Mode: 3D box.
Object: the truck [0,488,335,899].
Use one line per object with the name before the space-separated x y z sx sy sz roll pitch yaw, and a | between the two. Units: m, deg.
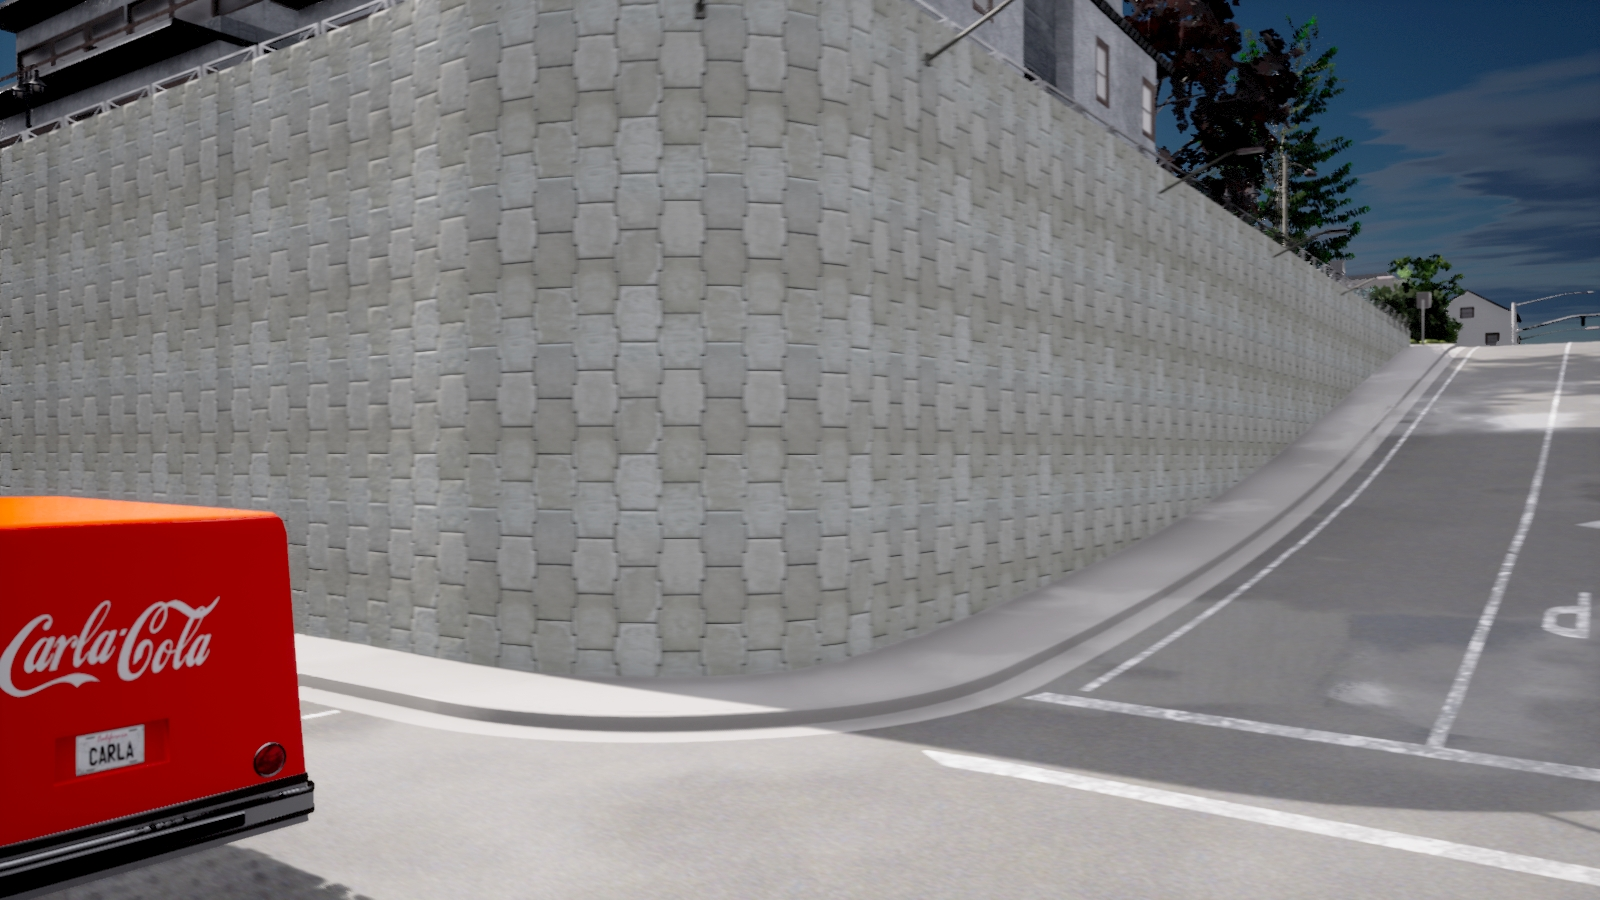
truck | -5.912 1.575 7.898 5.204 2.467 2.627 0 0 36
